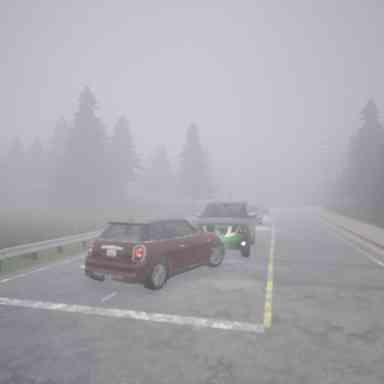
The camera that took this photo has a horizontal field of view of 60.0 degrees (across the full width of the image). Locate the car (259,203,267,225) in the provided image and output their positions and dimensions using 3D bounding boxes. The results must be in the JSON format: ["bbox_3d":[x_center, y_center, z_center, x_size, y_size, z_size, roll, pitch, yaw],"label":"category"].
[{"bbox_3d":[4.874,1.870,27.327,1.837,1.490,4.892,-1,-1,15],"label":"car"}]

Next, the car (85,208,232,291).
[{"bbox_3d":[-0.822,1.502,9.807,2.097,1.767,4.553,-1,-1,31],"label":"car"}]

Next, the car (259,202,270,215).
[{"bbox_3d":[8.569,2.030,40.805,2.128,1.511,4.902,-1,-1,16],"label":"car"}]

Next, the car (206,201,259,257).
[{"bbox_3d":[1.531,1.408,14.260,2.150,2.045,5.566,-1,-1,14],"label":"car"}]
